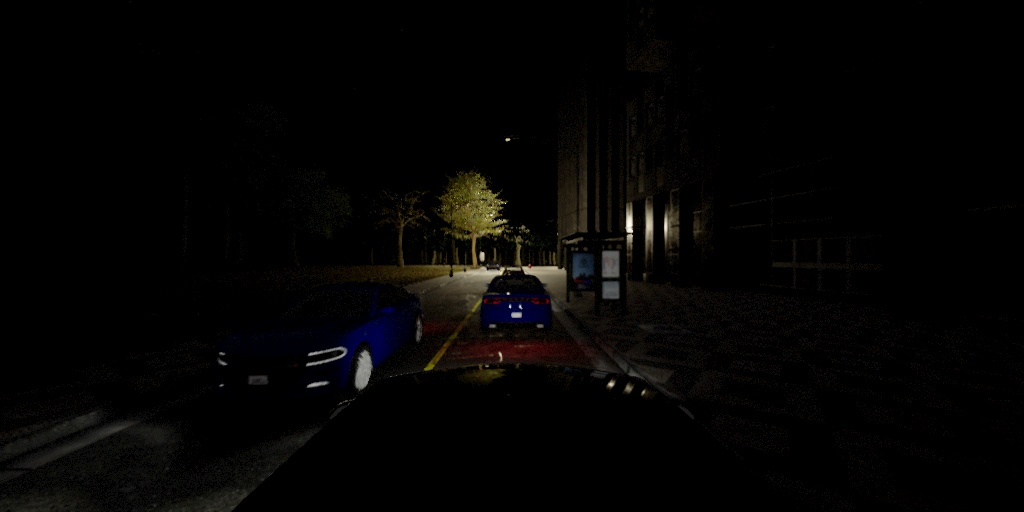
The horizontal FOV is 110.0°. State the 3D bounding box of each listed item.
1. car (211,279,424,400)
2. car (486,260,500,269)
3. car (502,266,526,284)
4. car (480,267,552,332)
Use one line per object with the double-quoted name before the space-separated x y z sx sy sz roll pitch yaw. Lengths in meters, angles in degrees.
"car" -3.096 1.255 6.876 1.882 1.535 5.008 0 0 0
"car" -2.961 1.495 57.107 2.097 1.767 4.553 0 0 1
"car" 0.132 1.561 30.866 1.895 1.301 4.718 0 0 0
"car" 0.111 1.286 11.161 1.882 1.535 5.008 0 0 0
